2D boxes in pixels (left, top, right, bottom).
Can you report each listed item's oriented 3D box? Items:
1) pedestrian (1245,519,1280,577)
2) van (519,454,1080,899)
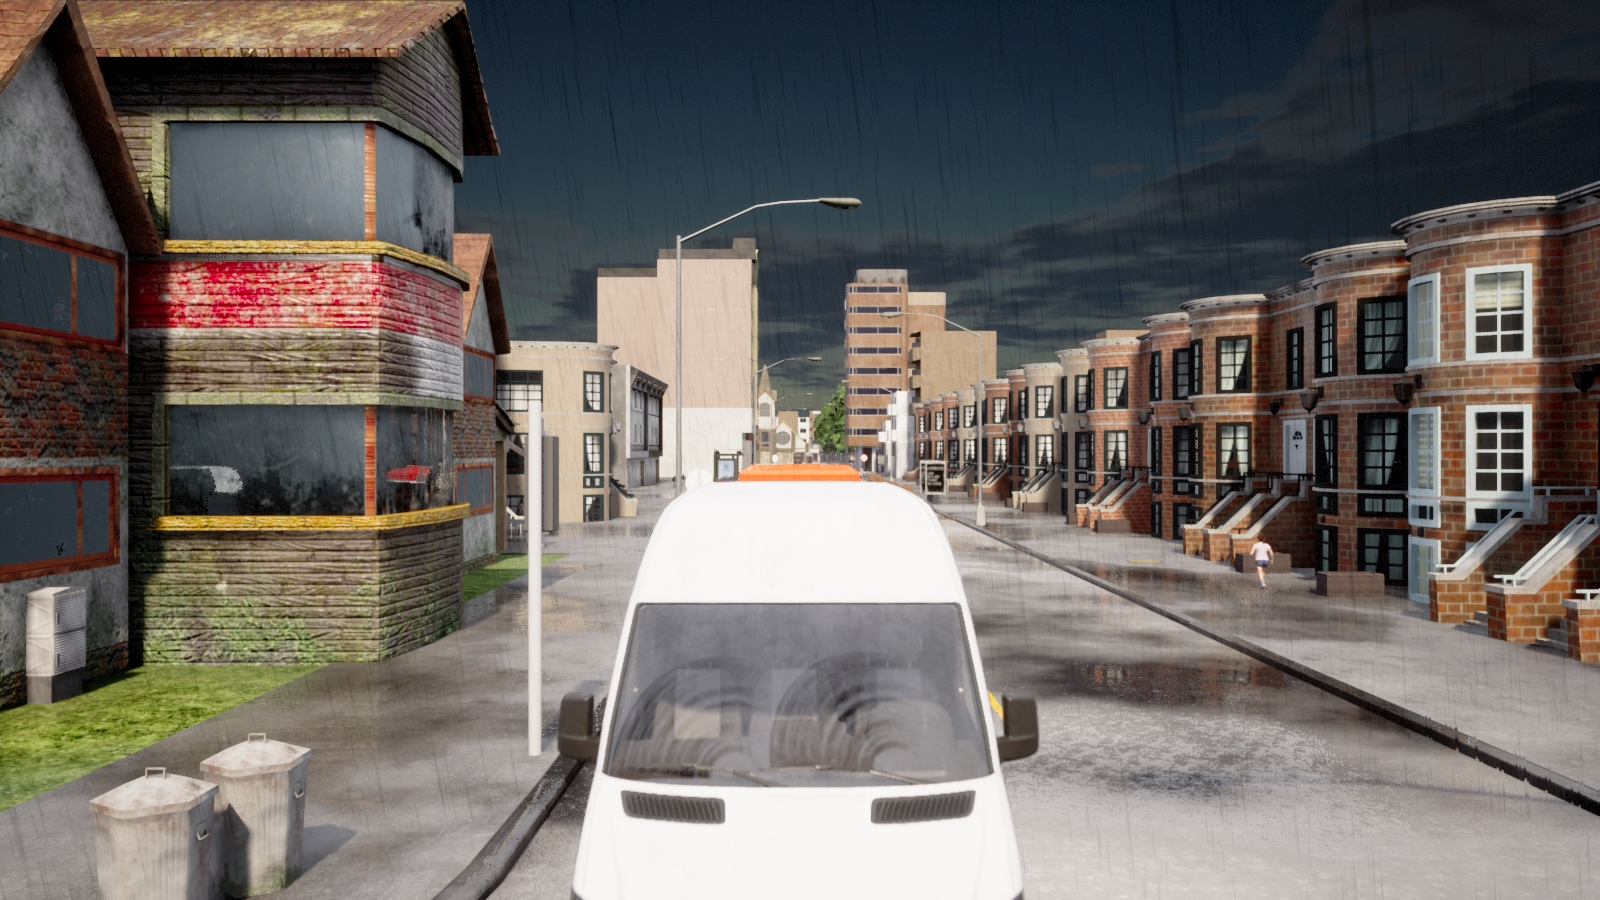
[{"bbox_3d":[9.035,1.904,22.315,0.500,1.100,0.500,0,0,3],"label":"pedestrian"},{"bbox_3d":[-0.002,1.314,7.005,1.988,2.561,5.915,0,0,0],"label":"van"}]
